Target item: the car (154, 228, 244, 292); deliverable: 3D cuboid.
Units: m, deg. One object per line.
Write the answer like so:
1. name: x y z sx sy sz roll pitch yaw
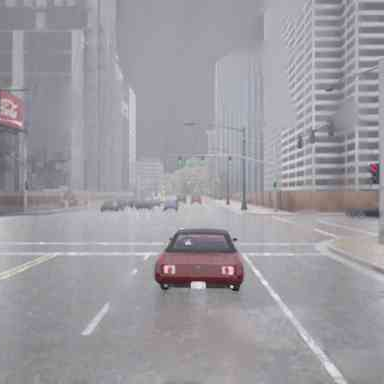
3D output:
1. car: 0.297 1.643 9.065 1.895 1.301 4.718 0 0 4

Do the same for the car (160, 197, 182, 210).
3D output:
1. car: -2.790 1.755 45.470 2.033 1.411 5.357 0 0 0

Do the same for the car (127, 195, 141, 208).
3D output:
1. car: -9.949 1.457 51.791 2.150 2.045 5.566 0 0 1

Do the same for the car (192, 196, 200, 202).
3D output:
1. car: 1.031 1.736 83.798 1.812 1.442 4.674 0 0 1

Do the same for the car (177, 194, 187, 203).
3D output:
1. car: -2.517 1.589 79.936 2.150 2.045 5.566 0 0 1

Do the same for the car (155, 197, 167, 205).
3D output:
1. car: -6.199 1.783 67.043 1.882 1.535 5.008 0 0 1

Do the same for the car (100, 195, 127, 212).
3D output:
1. car: -10.089 1.544 42.208 2.097 1.767 4.553 0 0 1

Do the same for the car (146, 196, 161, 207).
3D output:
1. car: -6.402 1.822 56.594 1.994 1.385 4.181 0 0 0

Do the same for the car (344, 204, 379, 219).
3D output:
1. car: 16.483 1.740 30.207 4.718 1.301 1.895 0 0 0

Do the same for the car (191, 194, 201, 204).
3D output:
1. car: 0.898 1.550 73.128 2.150 2.045 5.566 0 0 1

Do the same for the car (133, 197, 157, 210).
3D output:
1. car: -6.534 1.813 46.592 1.895 1.301 4.718 0 0 1
